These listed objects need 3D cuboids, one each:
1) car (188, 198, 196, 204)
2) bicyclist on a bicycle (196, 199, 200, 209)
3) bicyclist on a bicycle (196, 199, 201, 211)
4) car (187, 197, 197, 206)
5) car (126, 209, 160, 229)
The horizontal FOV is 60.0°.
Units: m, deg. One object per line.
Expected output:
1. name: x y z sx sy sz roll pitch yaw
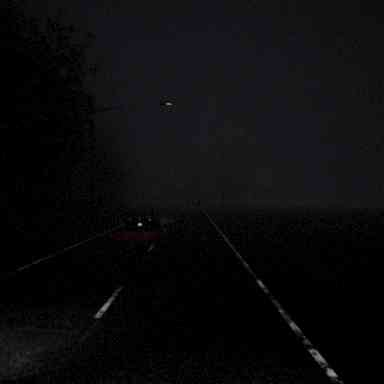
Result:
1. car: 0.023 2.283 82.518 1.812 1.442 4.674 0 -1 0
2. bicyclist on a bicycle: 0.979 2.065 56.513 0.582 1.620 1.656 0 -1 0
3. bicyclist on a bicycle: 0.978 1.888 47.729 0.659 1.776 1.843 0 0 0
4. car: 0.024 2.006 72.050 2.150 2.045 5.566 0 -1 0
5. car: -3.394 1.860 23.926 1.895 1.301 4.718 0 -1 0
